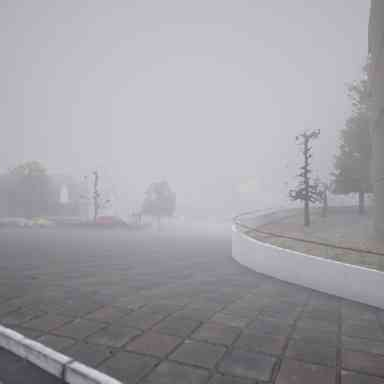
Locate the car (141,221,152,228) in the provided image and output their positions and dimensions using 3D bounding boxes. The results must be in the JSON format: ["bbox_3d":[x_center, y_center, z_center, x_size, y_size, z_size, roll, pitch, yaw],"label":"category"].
[{"bbox_3d":[-9.769,6.468,66.146,1.812,1.442,4.674,-1,-6,25],"label":"car"}]

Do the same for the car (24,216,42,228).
[{"bbox_3d":[-24.313,4.331,46.922,4.674,1.452,2.002,0,-6,5],"label":"car"}]

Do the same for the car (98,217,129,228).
[{"bbox_3d":[-15.531,6.014,66.091,5.566,2.045,2.435,0,-5,5],"label":"car"}]

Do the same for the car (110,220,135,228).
[{"bbox_3d":[-14.257,6.586,68.800,4.674,1.452,2.002,0,-5,5],"label":"car"}]

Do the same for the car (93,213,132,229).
[{"bbox_3d":[-12.247,4.757,51.663,2.150,2.045,5.566,-1,-6,24],"label":"car"}]

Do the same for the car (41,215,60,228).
[{"bbox_3d":[-23.236,4.569,49.674,5.366,1.575,1.946,0,-5,5],"label":"car"}]

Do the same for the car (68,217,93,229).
[{"bbox_3d":[-16.352,5.051,51.819,1.895,1.301,4.718,-1,-6,24],"label":"car"}]

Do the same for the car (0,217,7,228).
[{"bbox_3d":[-23.346,3.460,36.345,1.895,1.301,4.718,-1,-6,24],"label":"car"}]

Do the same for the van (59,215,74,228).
[{"bbox_3d":[-21.673,4.631,52.412,4.442,1.987,1.878,0,-6,5],"label":"van"}]

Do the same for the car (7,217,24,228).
[{"bbox_3d":[-25.556,4.049,44.174,4.674,1.452,2.002,0,-5,5],"label":"car"}]
